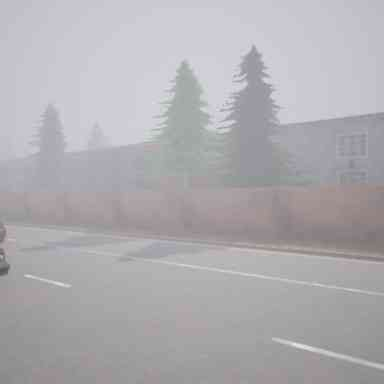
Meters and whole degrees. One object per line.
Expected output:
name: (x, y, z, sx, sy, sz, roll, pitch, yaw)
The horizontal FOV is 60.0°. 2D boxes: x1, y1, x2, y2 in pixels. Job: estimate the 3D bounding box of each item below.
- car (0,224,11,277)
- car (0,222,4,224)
car: (-7.014, 1.658, 8.996, 5.357, 1.411, 2.033, -1, 0, 35)
car: (-10.596, 1.707, 15.848, 4.674, 1.442, 1.812, -1, 0, 36)
